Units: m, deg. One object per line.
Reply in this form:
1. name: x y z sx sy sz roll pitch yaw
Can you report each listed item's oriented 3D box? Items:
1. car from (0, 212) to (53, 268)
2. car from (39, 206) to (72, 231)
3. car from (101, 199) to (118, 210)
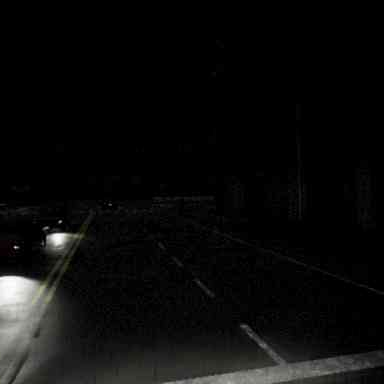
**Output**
1. car: -6.118 1.608 11.007 1.994 1.385 4.181 -1 0 -15
2. car: -8.696 1.587 20.977 2.033 1.411 5.357 -1 0 -15
3. car: -10.485 1.531 42.460 1.994 1.385 4.181 -1 1 -15
